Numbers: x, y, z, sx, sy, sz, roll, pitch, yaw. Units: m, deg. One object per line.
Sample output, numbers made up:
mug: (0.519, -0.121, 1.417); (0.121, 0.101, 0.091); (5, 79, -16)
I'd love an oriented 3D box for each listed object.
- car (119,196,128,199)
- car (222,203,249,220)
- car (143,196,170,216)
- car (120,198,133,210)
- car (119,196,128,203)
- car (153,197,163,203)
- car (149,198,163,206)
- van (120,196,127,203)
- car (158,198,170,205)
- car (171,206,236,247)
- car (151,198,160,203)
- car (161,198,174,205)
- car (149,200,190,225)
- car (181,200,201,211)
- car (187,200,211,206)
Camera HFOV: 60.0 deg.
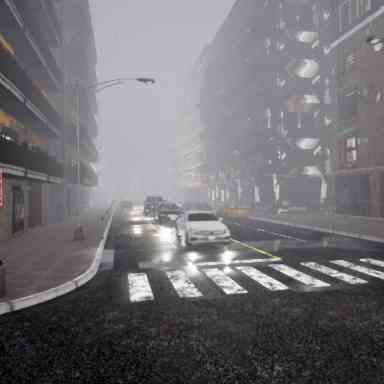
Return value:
car: (-14.433, 1.862, 71.180); (2.192, 1.841, 5.009); (-1, 0, -12)
car: (3.407, 1.614, 28.869); (1.752, 1.417, 4.829); (-1, 0, -12)
car: (-4.112, 1.444, 36.178); (2.150, 2.045, 5.566); (-1, 0, -12)
car: (-9.588, 1.945, 49.052); (1.802, 1.307, 4.206); (-1, 0, -12)
car: (-19.276, 2.059, 93.302); (2.192, 1.841, 5.009); (-1, 0, -12)
car: (-8.662, 1.981, 84.012); (1.967, 1.590, 4.097); (-1, 0, -12)
car: (-7.027, 1.903, 64.427); (2.128, 1.511, 4.902); (-1, 0, -12)
van: (-18.064, 2.031, 87.773); (1.690, 1.788, 3.998); (-1, 0, -12)
car: (-6.239, 1.998, 72.951); (2.008, 1.369, 4.403); (-1, 0, -12)
car: (0.359, 1.602, 15.708); (1.812, 1.442, 4.674); (-1, 0, -11)
car: (-9.871, 2.171, 89.543); (1.802, 1.307, 4.206); (-1, 0, -12)
car: (-5.029, 1.952, 67.419); (2.008, 1.369, 4.403); (-1, 0, -12)
car: (-1.869, 1.637, 25.898); (2.128, 1.511, 4.902); (-1, 0, -12)
car: (-0.187, 1.762, 45.294); (1.887, 1.381, 4.507); (-1, 0, -12)
car: (1.023, 1.717, 39.763); (1.887, 1.381, 4.507); (-1, 0, -12)
